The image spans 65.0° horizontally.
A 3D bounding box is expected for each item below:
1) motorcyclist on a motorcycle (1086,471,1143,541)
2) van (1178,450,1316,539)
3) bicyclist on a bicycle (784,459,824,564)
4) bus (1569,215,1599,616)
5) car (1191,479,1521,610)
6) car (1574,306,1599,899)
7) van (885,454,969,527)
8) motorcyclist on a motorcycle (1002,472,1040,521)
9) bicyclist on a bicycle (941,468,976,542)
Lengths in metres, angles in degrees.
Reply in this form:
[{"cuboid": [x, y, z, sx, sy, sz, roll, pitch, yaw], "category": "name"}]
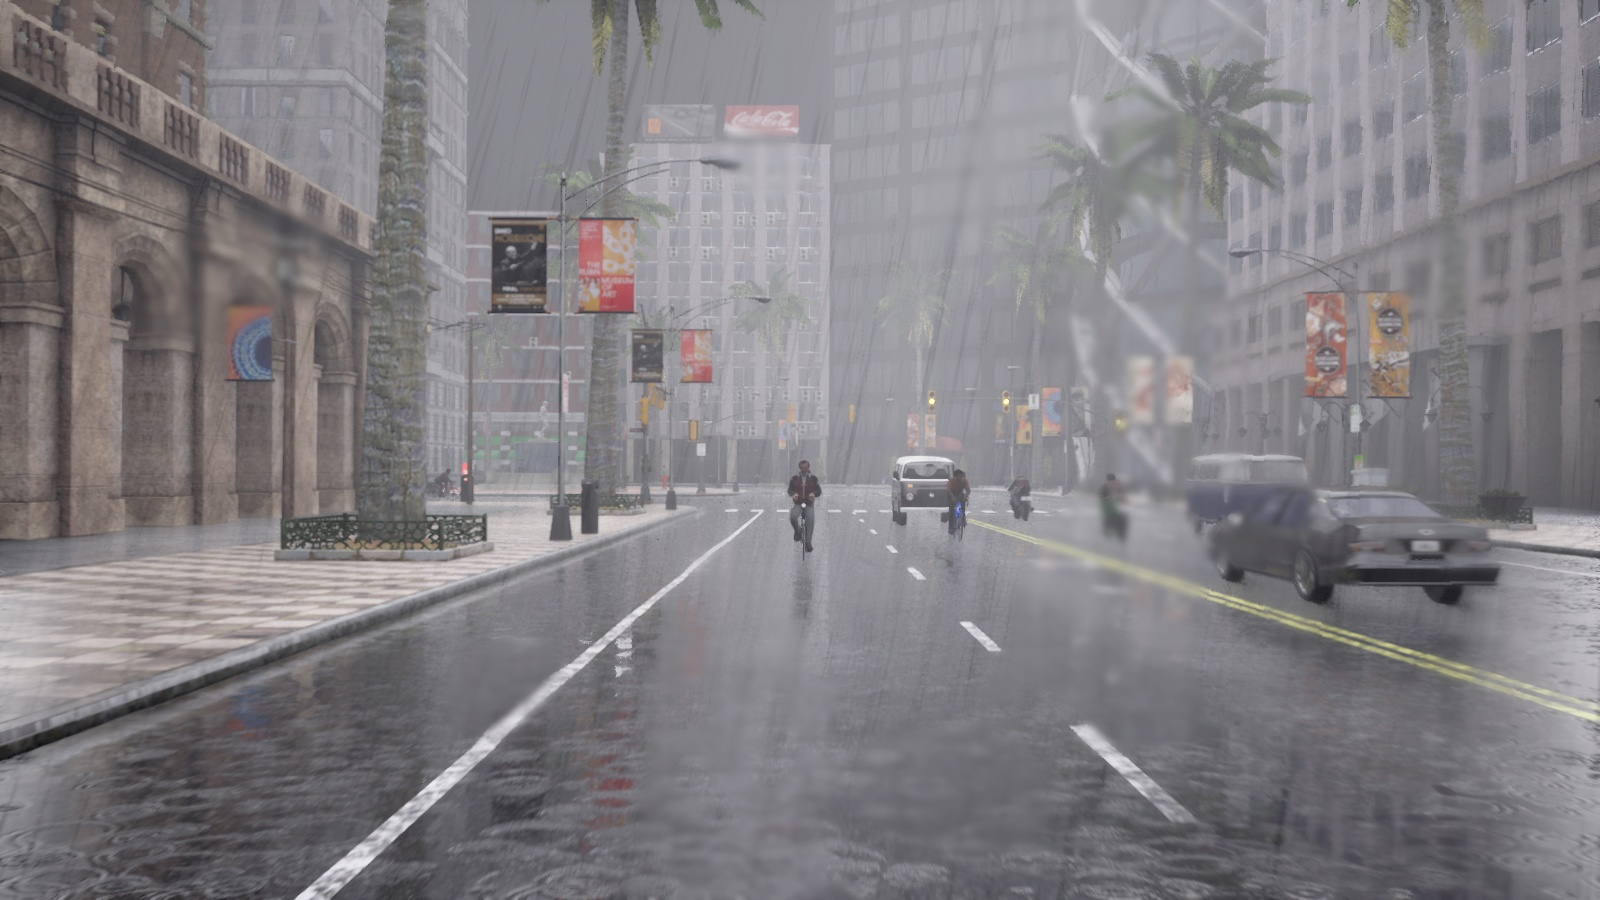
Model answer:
[{"cuboid": [7.137, 1.251, 28.611, 0.797, 1.523, 2.044, 0, -1, 1], "category": "motorcyclist on a motorcycle"}, {"cuboid": [10.653, 1.036, 30.279, 1.775, 1.987, 4.442, 0, -1, 0], "category": "van"}, {"cuboid": [0.073, 1.059, 22.181, 0.659, 1.776, 1.843, 0, -1, 0], "category": "bicyclist on a bicycle"}, {"cuboid": [10.473, -0.457, 8.679, 3.944, 4.253, 10.273, 0, -1, 0], "category": "bus"}, {"cuboid": [7.016, 1.115, 16.648, 2.033, 1.411, 5.357, 0, -1, 1], "category": "car"}, {"cuboid": [3.496, 0.539, 1.111, 2.150, 2.045, 5.566, 0, -1, 0], "category": "car"}, {"cuboid": [3.712, 1.150, 37.434, 2.069, 2.038, 4.480, 0, 0, 0], "category": "van"}, {"cuboid": [7.249, 1.517, 41.253, 0.866, 1.530, 2.191, 0, 0, 0], "category": "motorcyclist on a motorcycle"}, {"cuboid": [3.605, 1.236, 28.646, 0.582, 1.620, 1.656, 0, -1, 0], "category": "bicyclist on a bicycle"}]
